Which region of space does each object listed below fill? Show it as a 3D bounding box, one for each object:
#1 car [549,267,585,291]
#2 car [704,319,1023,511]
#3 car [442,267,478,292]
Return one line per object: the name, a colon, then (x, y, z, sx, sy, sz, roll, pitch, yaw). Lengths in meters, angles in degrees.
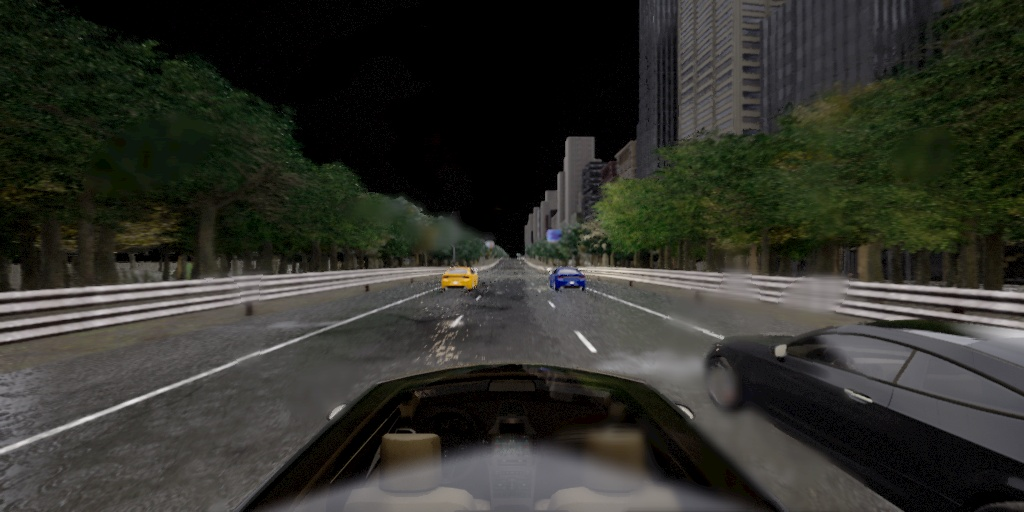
car: (3.605, 1.486, 24.024, 1.882, 1.535, 5.008, 0, -1, 0)
car: (3.601, 1.282, 3.102, 1.812, 1.442, 4.674, 0, 0, 0)
car: (-3.395, 1.487, 24.020, 1.882, 1.535, 5.008, 0, -1, 0)
